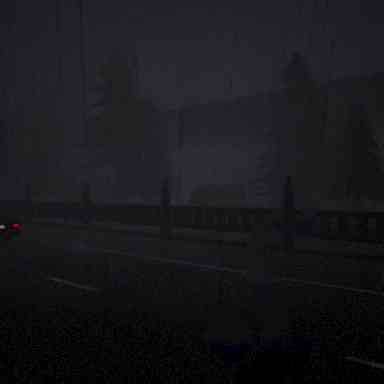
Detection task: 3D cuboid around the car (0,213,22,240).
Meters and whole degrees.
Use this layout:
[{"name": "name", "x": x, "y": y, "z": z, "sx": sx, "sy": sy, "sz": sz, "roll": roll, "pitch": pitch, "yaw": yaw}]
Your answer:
[{"name": "car", "x": -10.049, "y": 1.518, "z": 15.430, "sx": 5.357, "sy": 1.411, "sz": 2.033, "roll": 0, "pitch": 0, "yaw": 35}]
